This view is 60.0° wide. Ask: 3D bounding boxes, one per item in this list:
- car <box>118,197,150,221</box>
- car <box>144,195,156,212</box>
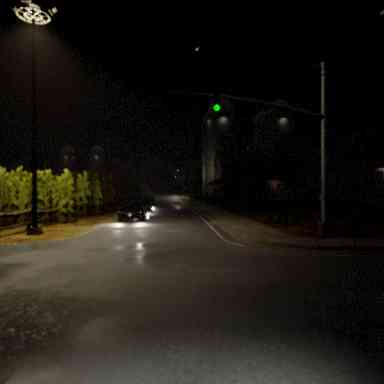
[{"bbox_3d":[-4.544,1.391,25.807,1.837,1.490,4.892,0,0,-4],"label":"car"},{"bbox_3d":[-5.293,1.370,36.086,2.033,1.411,5.357,0,0,-5],"label":"car"}]
